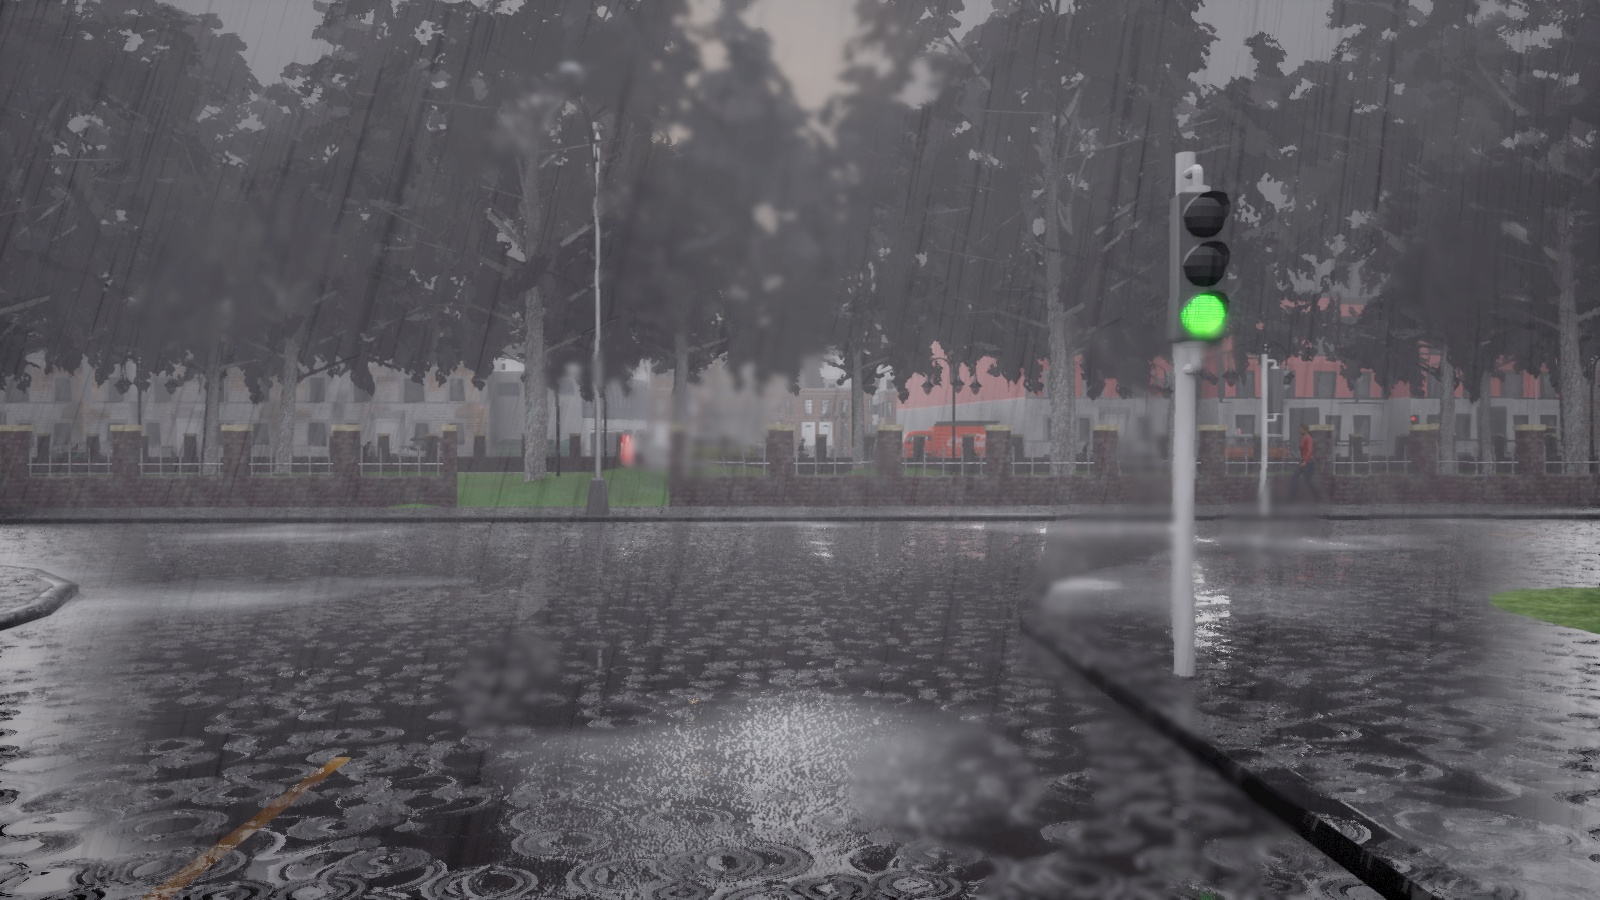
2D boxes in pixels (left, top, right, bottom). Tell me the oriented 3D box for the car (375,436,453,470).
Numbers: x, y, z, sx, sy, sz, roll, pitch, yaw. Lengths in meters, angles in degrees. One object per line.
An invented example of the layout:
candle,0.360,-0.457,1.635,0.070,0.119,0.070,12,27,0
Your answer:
car,-21.639,0.143,70.512,3.866,1.878,1.905,0,0,-2

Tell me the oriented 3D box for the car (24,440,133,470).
car,-40.138,0.265,69.924,4.856,1.649,2.033,0,0,-2

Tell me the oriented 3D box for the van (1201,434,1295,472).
van,24.214,0.150,67.927,4.442,1.987,1.775,0,0,-1

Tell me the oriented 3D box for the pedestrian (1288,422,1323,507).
pedestrian,11.062,0.316,27.511,0.636,1.846,0.331,0,0,4

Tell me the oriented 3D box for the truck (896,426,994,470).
truck,8.196,-0.121,71.428,5.204,2.467,2.627,0,0,-2

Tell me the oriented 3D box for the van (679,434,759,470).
van,-4.549,0.110,71.041,4.442,1.987,1.775,0,0,-2
